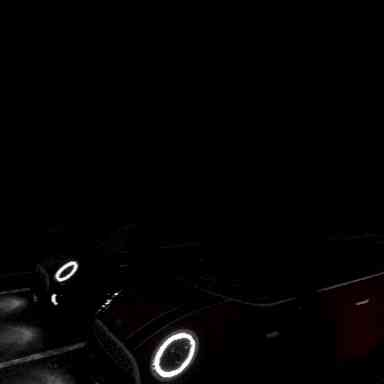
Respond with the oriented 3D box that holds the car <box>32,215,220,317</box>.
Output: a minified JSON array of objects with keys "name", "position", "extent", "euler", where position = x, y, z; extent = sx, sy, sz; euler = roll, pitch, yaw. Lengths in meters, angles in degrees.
[{"name":"car","position":[-0.978,1.343,7.322],"extent":[4.553,1.767,2.097],"euler":[0,0,-33]}]

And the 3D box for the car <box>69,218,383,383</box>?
[{"name":"car","position":[1.004,1.351,4.446],"extent":[4.553,1.767,2.097],"euler":[0,0,-33]}]
